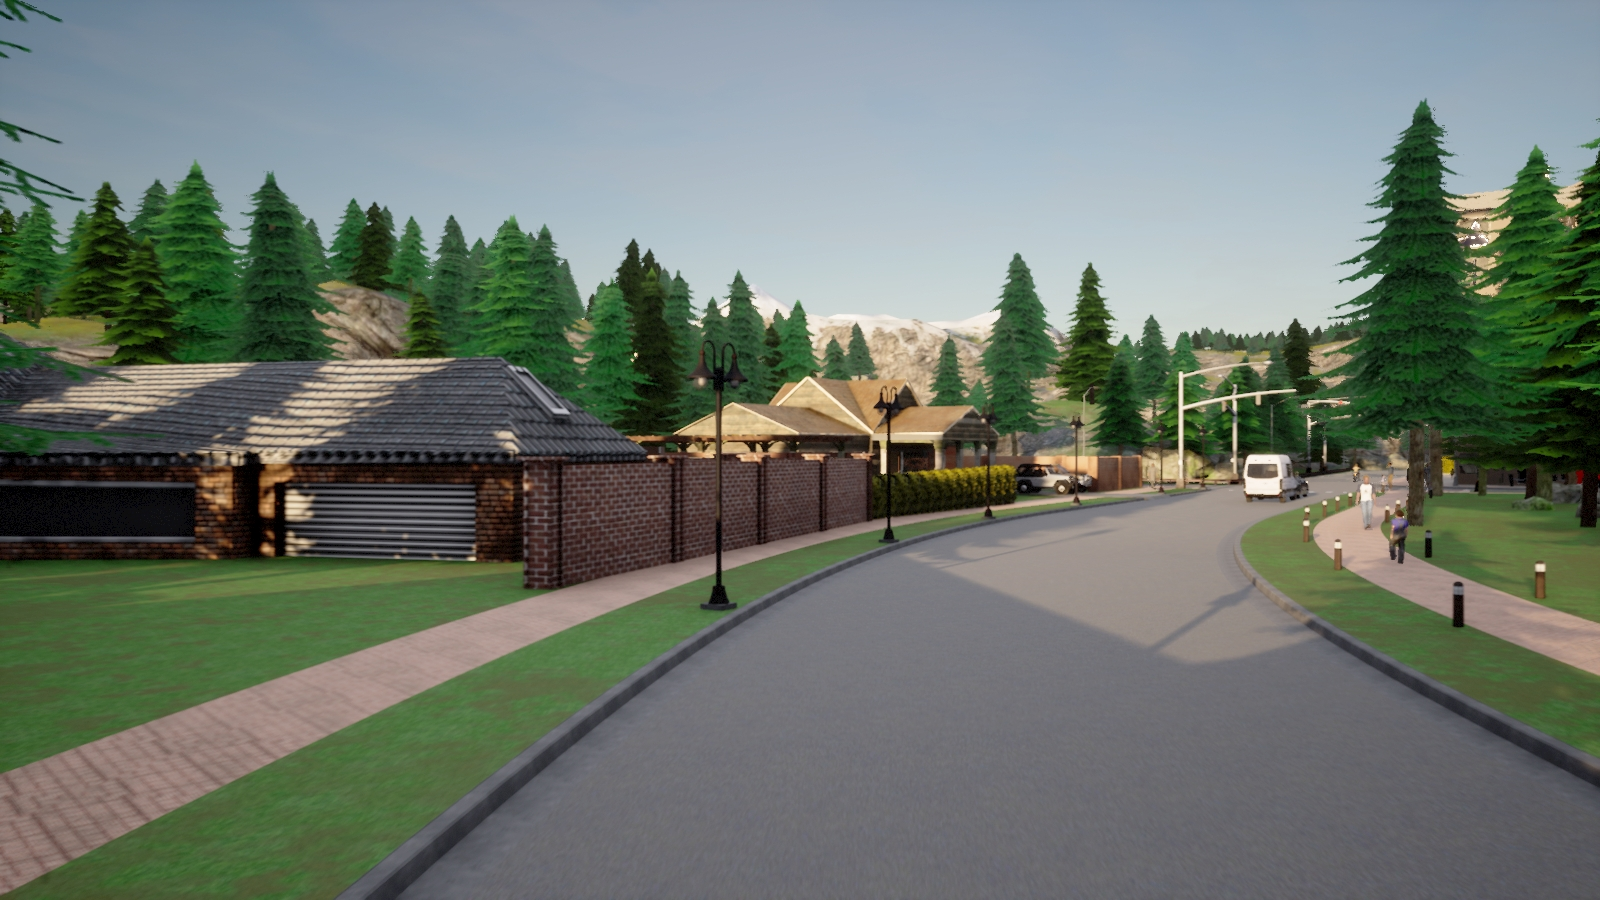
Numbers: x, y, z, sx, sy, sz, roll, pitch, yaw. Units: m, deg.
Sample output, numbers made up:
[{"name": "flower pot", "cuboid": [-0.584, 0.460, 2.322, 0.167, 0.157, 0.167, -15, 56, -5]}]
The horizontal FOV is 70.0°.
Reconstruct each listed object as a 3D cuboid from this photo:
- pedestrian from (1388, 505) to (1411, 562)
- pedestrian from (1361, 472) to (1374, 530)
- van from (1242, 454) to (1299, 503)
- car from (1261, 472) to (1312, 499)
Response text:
[{"name": "pedestrian", "cuboid": [13.986, 1.946, 26.678, 0.375, 1.300, 0.375, 0, 0, 9]}, {"name": "pedestrian", "cuboid": [18.628, 1.667, 37.500, 0.375, 1.860, 0.375, 0, 0, 24]}, {"name": "van", "cuboid": [25.842, 1.506, 62.602, 1.988, 2.561, 5.915, 0, 0, 31]}, {"name": "car", "cuboid": [28.733, 2.078, 67.363, 2.033, 1.411, 5.357, 0, 0, 31]}]
